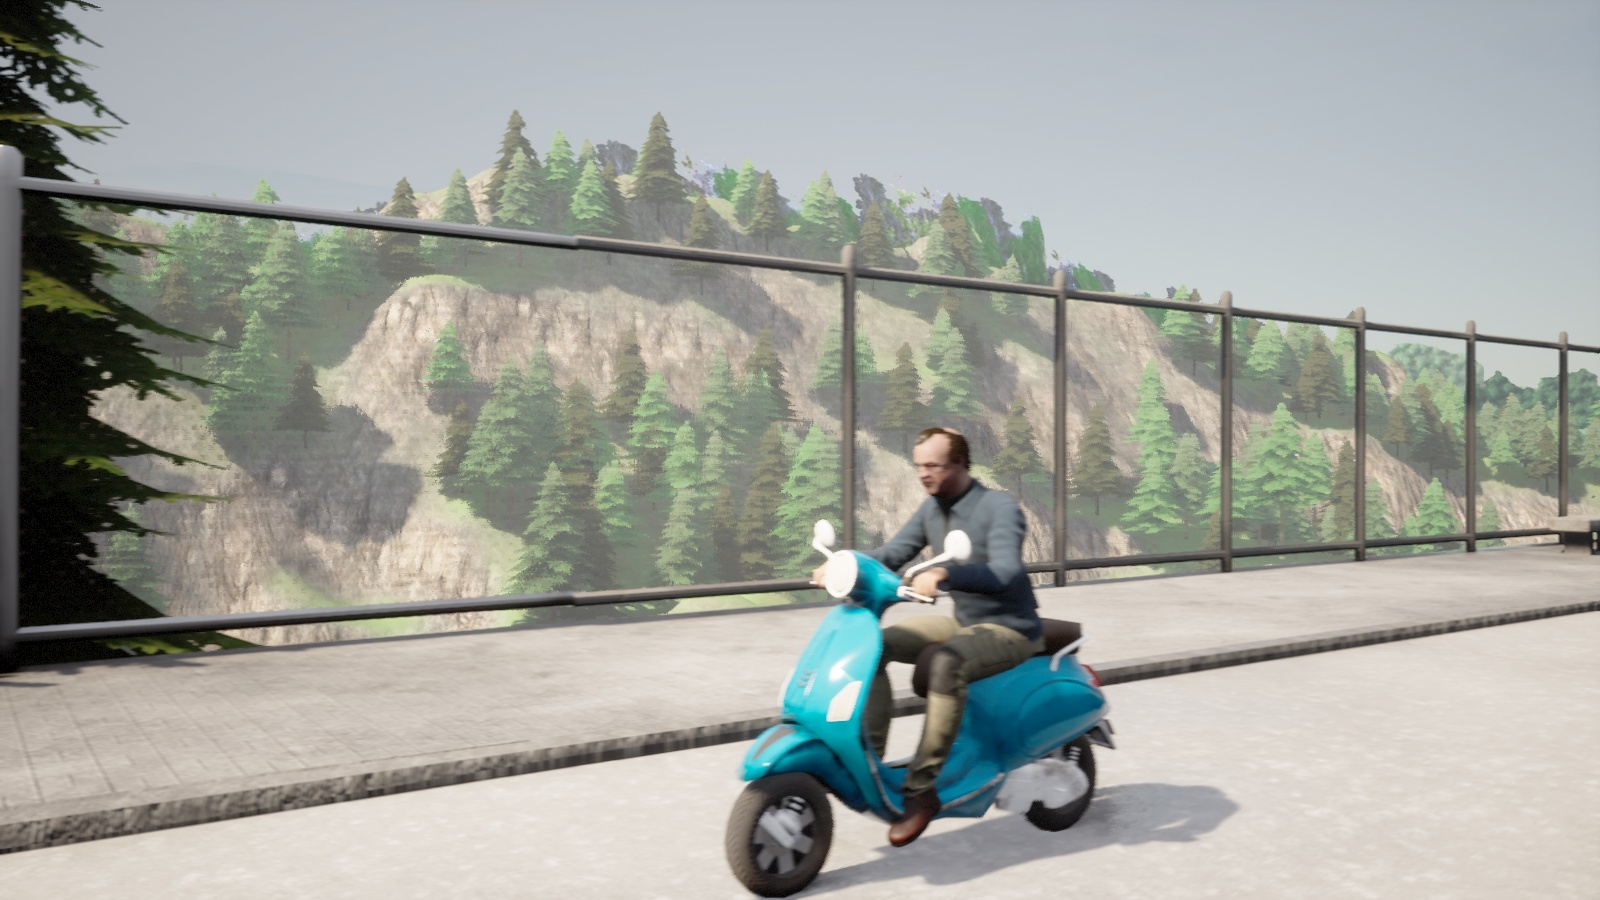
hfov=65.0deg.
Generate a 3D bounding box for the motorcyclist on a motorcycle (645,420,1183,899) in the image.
[{"bbox_3d":[0.449,0.708,4.573,1.817,1.590,0.866,0,0,-35],"label":"motorcyclist on a motorcycle"}]
